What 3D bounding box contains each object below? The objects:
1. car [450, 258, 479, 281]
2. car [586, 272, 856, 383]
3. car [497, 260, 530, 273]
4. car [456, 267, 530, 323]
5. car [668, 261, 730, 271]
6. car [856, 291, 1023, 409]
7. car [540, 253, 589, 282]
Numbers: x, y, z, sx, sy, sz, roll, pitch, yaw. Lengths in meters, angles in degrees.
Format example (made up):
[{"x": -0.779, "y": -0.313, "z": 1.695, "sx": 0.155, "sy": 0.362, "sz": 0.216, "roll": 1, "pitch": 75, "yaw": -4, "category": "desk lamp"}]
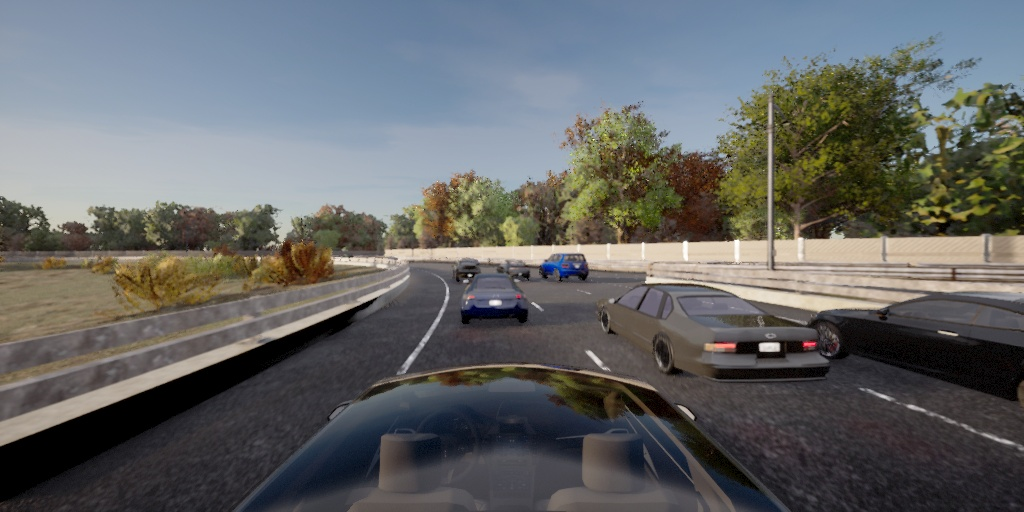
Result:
[{"x": -3.546, "y": 1.096, "z": 27.503, "sx": 1.837, "sy": 1.490, "sz": 4.892, "roll": 0, "pitch": 0, "yaw": -14, "category": "car"}, {"x": 3.289, "y": 1.251, "z": 7.301, "sx": 2.033, "sy": 1.411, "sz": 5.357, "roll": 0, "pitch": 0, "yaw": -3, "category": "car"}, {"x": -0.001, "y": 1.072, "z": 27.669, "sx": 2.128, "sy": 1.511, "sz": 4.902, "roll": 0, "pitch": 0, "yaw": -14, "category": "car"}, {"x": -0.668, "y": 1.250, "z": 11.907, "sx": 1.994, "sy": 1.385, "sz": 4.181, "roll": 0, "pitch": 0, "yaw": -6, "category": "car"}, {"x": 14.121, "y": 1.062, "z": 25.749, "sx": 5.357, "sy": 1.411, "sz": 2.033, "roll": 0, "pitch": 1, "yaw": 43, "category": "car"}, {"x": 6.835, "y": 1.232, "z": 5.219, "sx": 1.812, "sy": 1.442, "sz": 4.674, "roll": 0, "pitch": 1, "yaw": -2, "category": "car"}, {"x": 3.815, "y": 0.795, "z": 26.954, "sx": 2.150, "sy": 2.045, "sz": 5.566, "roll": 0, "pitch": 0, "yaw": -13, "category": "car"}]
